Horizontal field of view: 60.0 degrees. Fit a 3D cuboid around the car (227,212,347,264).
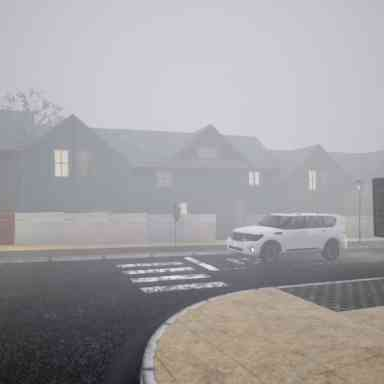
[{"bbox_3d":[4.303,1.924,14.809,5.566,2.045,2.150,2,-2,-24],"label":"car"}]
